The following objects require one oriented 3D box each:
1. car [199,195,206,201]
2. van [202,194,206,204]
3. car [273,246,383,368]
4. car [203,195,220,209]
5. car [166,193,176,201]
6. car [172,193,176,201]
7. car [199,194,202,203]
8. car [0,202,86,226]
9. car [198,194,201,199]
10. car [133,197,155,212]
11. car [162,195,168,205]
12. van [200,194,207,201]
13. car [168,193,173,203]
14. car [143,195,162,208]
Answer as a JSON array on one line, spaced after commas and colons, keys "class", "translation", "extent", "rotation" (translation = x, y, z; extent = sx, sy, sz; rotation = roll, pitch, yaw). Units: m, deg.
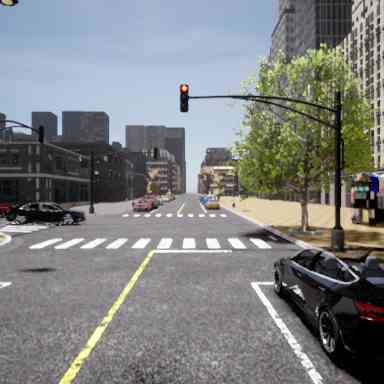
[{"class": "car", "translation": [2.780, 1.516, 88.372], "extent": [1.752, 1.417, 4.829], "rotation": [0, 0, 0]}, {"class": "van", "translation": [2.743, 1.335, 49.345], "extent": [1.690, 1.788, 3.998], "rotation": [0, 0, 0]}, {"class": "car", "translation": [2.700, 1.565, 5.764], "extent": [1.947, 1.339, 4.313], "rotation": [0, 0, 0]}, {"class": "car", "translation": [2.737, 1.519, 43.963], "extent": [1.752, 1.417, 4.829], "rotation": [0, 0, 0]}, {"class": "car", "translation": [-5.600, 1.306, 88.208], "extent": [2.192, 1.841, 5.009], "rotation": [0, 0, 0]}, {"class": "car", "translation": [-5.607, 1.542, 82.657], "extent": [2.008, 1.369, 4.403], "rotation": [0, 0, 0]}, {"class": "car", "translation": [2.752, 1.543, 60.447], "extent": [2.008, 1.369, 4.403], "rotation": [0, 0, 0]}, {"class": "car", "translation": [-9.643, 1.426, 22.188], "extent": [4.892, 1.490, 1.837], "rotation": [1, 0, -9]}, {"class": "car", "translation": [2.763, 1.558, 71.549], "extent": [1.947, 1.339, 4.313], "rotation": [0, 0, 0]}, {"class": "car", "translation": [-5.649, 1.577, 38.248], "extent": [1.802, 1.307, 4.206], "rotation": [0, 0, 0]}, {"class": "car", "translation": [-5.633, 1.544, 54.902], "extent": [2.008, 1.369, 4.403], "rotation": [0, 0, 0]}, {"class": "van", "translation": [2.776, 1.332, 82.651], "extent": [1.690, 1.788, 3.998], "rotation": [0, 0, 0]}, {"class": "car", "translation": [-5.617, 1.517, 71.385], "extent": [1.752, 1.417, 4.829], "rotation": [0, 0, 0]}, {"class": "car", "translation": [-5.643, 1.309, 43.799], "extent": [2.192, 1.841, 5.009], "rotation": [0, 0, 0]}]
